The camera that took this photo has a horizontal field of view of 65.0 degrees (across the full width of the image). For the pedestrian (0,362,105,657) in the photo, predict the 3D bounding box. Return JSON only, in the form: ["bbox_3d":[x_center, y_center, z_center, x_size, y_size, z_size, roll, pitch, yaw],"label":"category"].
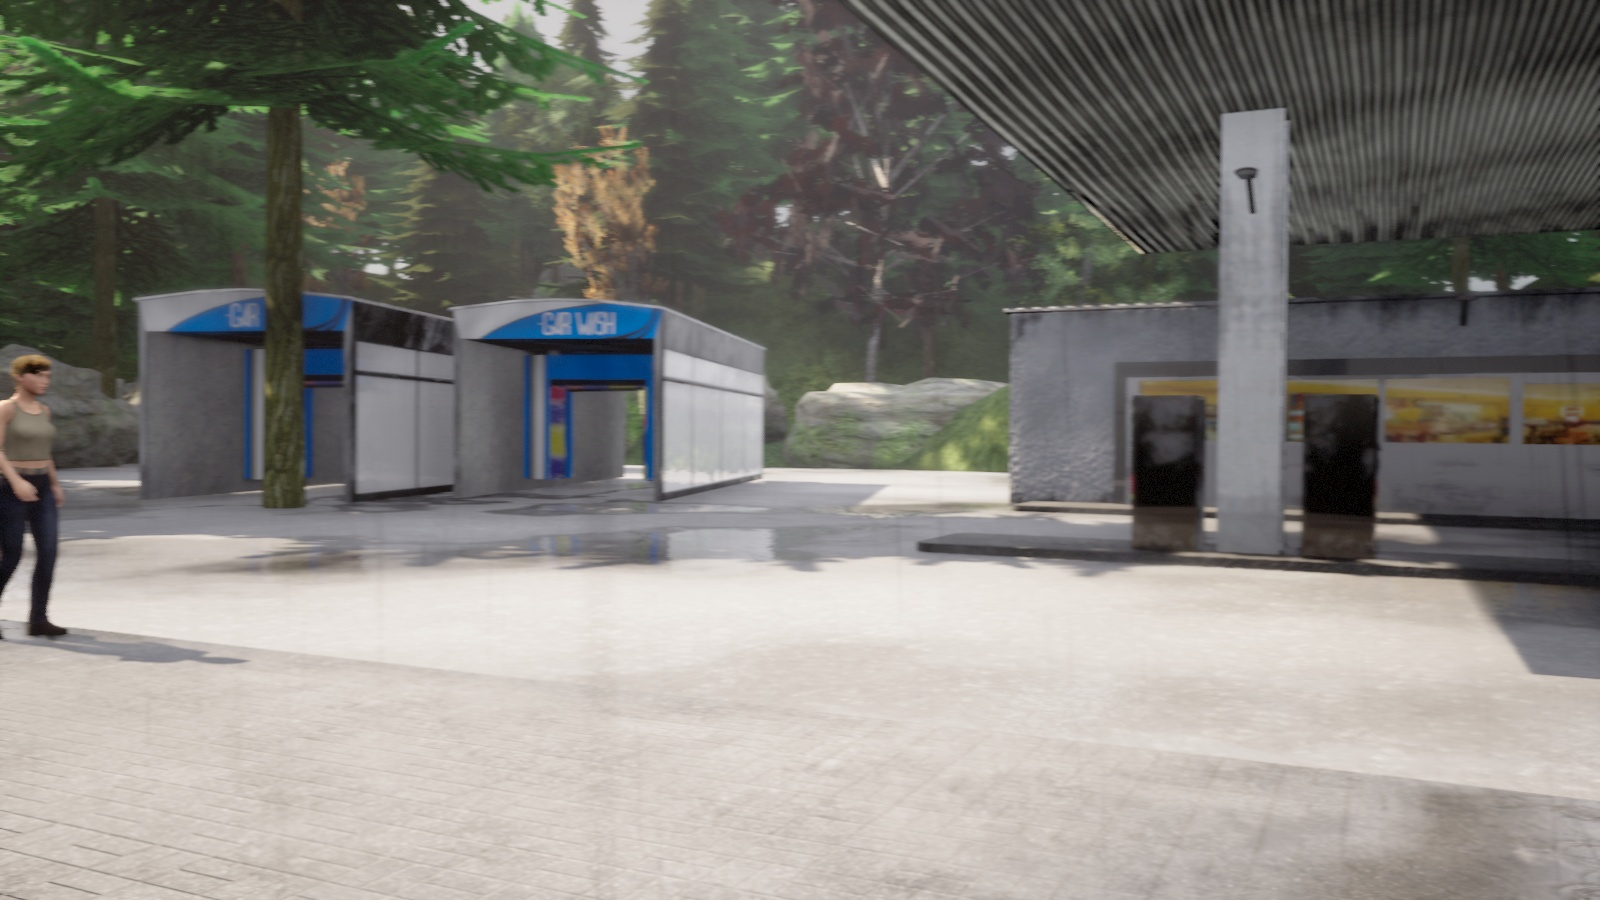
[{"bbox_3d":[-4.846,0.369,8.043,0.594,1.836,0.345,0,1,17],"label":"pedestrian"}]
